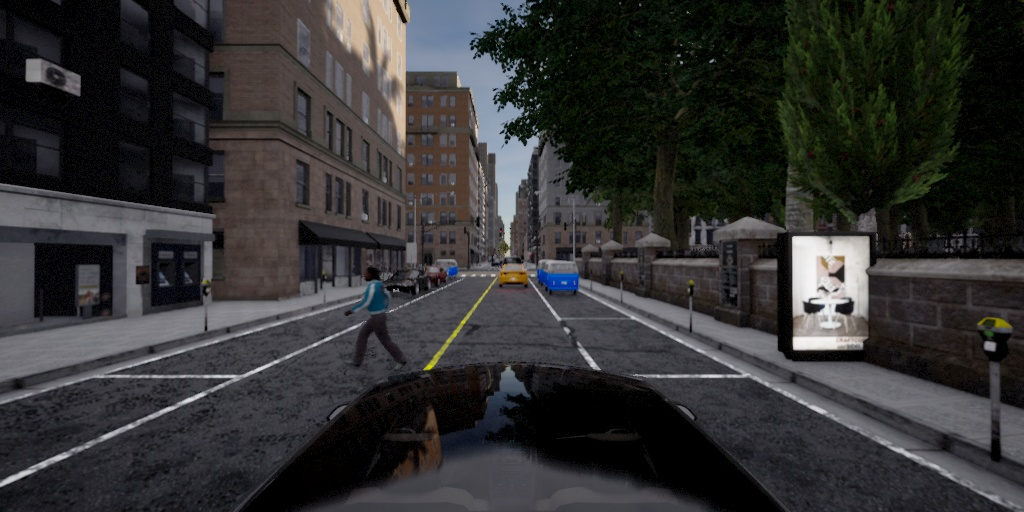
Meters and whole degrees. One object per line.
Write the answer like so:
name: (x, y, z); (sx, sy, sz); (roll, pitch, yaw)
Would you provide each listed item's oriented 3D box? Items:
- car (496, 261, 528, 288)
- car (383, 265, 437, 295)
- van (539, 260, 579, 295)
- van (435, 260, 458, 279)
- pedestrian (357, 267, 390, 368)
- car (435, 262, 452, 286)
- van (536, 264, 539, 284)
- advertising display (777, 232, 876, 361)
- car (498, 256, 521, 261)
car: (0.090, 1.318, 25.126); (1.882, 1.535, 5.008); (0, 0, 0)
car: (-5.839, 1.389, 20.285); (1.948, 1.339, 4.313); (0, 0, 0)
van: (2.686, 1.164, 20.288); (1.690, 1.789, 3.998); (0, 0, 0)
van: (-5.828, 1.203, 31.605); (1.690, 1.789, 3.998); (0, 0, 0)
pedestrian: (-2.409, 1.062, 6.256); (0.375, 1.860, 0.375); (0, 0, -10)
car: (-5.834, 1.388, 25.945); (1.888, 1.381, 4.507); (0, 0, 0)
van: (2.692, 1.184, 25.946); (1.690, 1.789, 3.998); (0, 0, 0)
advertising display: (5.639, 0.795, 6.426); (1.540, 2.440, 0.280); (0, 0, 0)
car: (0.009, 1.095, 35.604); (2.150, 2.045, 5.566); (0, 0, -1)
